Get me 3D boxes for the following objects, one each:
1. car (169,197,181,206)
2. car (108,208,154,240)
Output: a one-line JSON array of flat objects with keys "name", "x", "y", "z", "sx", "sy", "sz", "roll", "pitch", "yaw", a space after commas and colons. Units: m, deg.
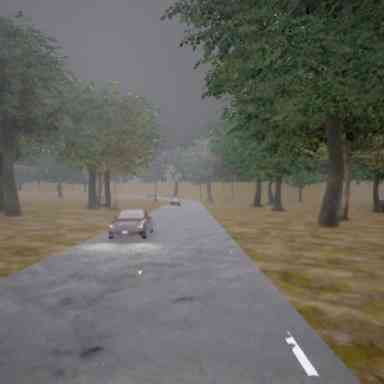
[{"name": "car", "x": -3.024, "y": 1.726, "z": 59.789, "sx": 1.882, "sy": 1.535, "sz": 5.008, "roll": 0, "pitch": 0, "yaw": 1}, {"name": "car", "x": -3.094, "y": 1.606, "z": 17.662, "sx": 1.812, "sy": 1.442, "sz": 4.674, "roll": 0, "pitch": 0, "yaw": 0}]
